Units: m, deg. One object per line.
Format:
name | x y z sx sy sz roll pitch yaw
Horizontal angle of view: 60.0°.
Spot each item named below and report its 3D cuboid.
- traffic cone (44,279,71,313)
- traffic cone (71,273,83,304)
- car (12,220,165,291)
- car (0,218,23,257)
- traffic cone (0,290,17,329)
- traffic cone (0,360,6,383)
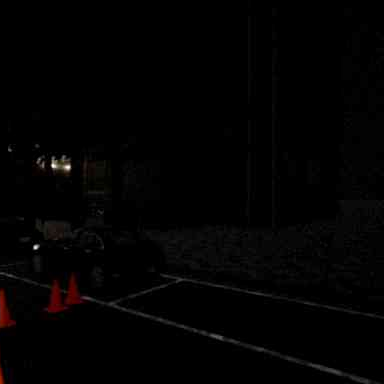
traffic cone | -2.668 2.000 6.528 0.340 0.580 0.340 0 -1 36
traffic cone | -2.497 2.003 6.995 0.340 0.580 0.340 0 0 -26
car | -2.721 1.614 9.085 4.403 1.369 2.008 0 0 36
car | -7.284 1.640 12.401 4.313 1.339 1.947 0 0 36
traffic cone | -3.257 1.992 5.719 0.340 0.580 0.340 0 -1 36
traffic cone | -2.227 1.980 3.734 0.340 0.580 0.340 0 -1 36
